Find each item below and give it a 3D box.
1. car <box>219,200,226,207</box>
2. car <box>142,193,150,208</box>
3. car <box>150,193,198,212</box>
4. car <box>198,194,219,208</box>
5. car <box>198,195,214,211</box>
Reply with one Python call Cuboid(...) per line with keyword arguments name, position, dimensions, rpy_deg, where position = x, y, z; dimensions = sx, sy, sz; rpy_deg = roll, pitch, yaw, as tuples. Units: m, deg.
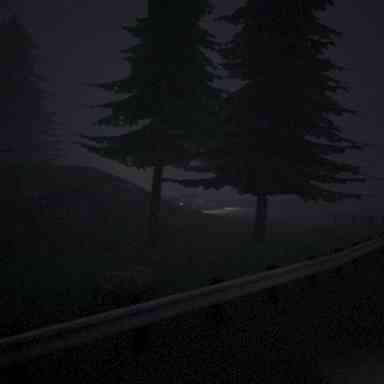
Cuboid(name="car", position=(2.806, 1.523, 47.363), dimensions=(4.181, 1.385, 1.994), rpy_deg=(0, 0, 38))
Cuboid(name="car", position=(-5.185, 1.411, 53.623), dimensions=(4.902, 1.511, 2.128), rpy_deg=(0, 0, 38))
Cuboid(name="car", position=(-2.088, 1.324, 37.870), dimensions=(4.553, 1.767, 2.097), rpy_deg=(0, 0, 38))
Cuboid(name="car", position=(0.421, 1.181, 44.784), dimensions=(5.566, 2.045, 2.150), rpy_deg=(0, 0, 38))
Cuboid(name="car", position=(-0.114, 1.495, 40.768), dimensions=(4.674, 1.442, 1.812), rpy_deg=(0, 0, 38))
